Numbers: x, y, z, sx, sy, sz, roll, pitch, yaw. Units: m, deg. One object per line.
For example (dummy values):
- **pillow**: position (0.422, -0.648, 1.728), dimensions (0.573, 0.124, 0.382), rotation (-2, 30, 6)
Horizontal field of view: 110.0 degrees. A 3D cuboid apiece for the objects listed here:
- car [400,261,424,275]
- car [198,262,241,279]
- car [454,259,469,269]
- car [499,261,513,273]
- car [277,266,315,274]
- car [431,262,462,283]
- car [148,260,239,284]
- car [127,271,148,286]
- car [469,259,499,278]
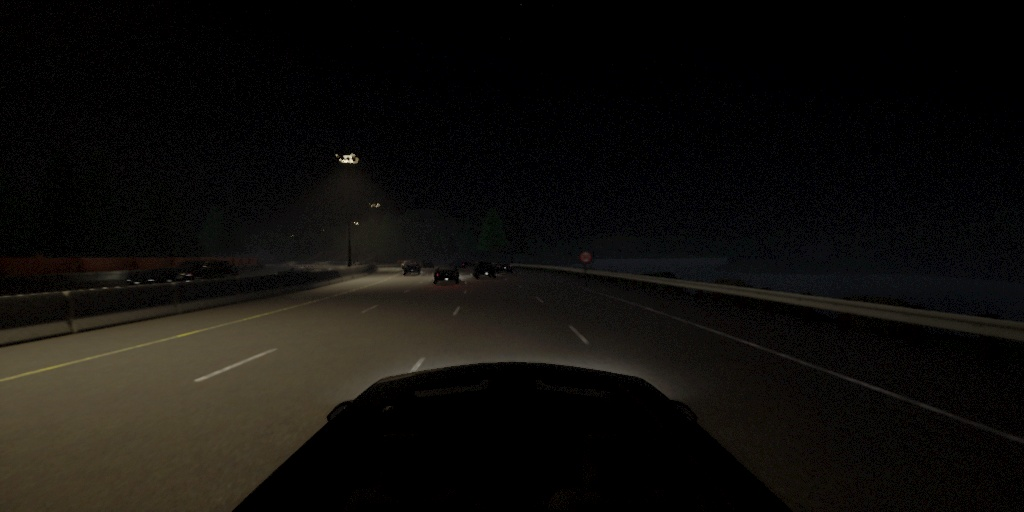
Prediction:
- **car**: position (-11.797, 1.429, 42.508), dimensions (2.128, 1.511, 4.902), rotation (-1, 0, -14)
- **car**: position (-33.261, 1.605, 40.922), dimensions (2.097, 1.767, 4.553), rotation (-1, 0, -15)
- **car**: position (-9.434, 1.456, 60.627), dimensions (2.033, 1.411, 5.357), rotation (-1, 0, -22)
- **car**: position (-1.270, 1.347, 43.523), dimensions (1.994, 1.385, 4.181), rotation (-1, 0, -14)
- **car**: position (-21.003, 1.671, 34.950), dimensions (1.895, 1.301, 4.718), rotation (-1, 0, -11)
- **car**: position (-5.229, 1.437, 28.816), dimensions (1.895, 1.301, 4.718), rotation (-1, 0, -10)
- **car**: position (-22.967, 1.321, 26.325), dimensions (2.150, 2.045, 5.566), rotation (-1, 0, -9)
- **car**: position (-26.729, 1.657, 27.559), dimensions (1.837, 1.490, 4.892), rotation (-1, 0, -9)
- **car**: position (-2.770, 1.307, 34.499), dimensions (1.837, 1.490, 4.892), rotation (0, 0, -11)
